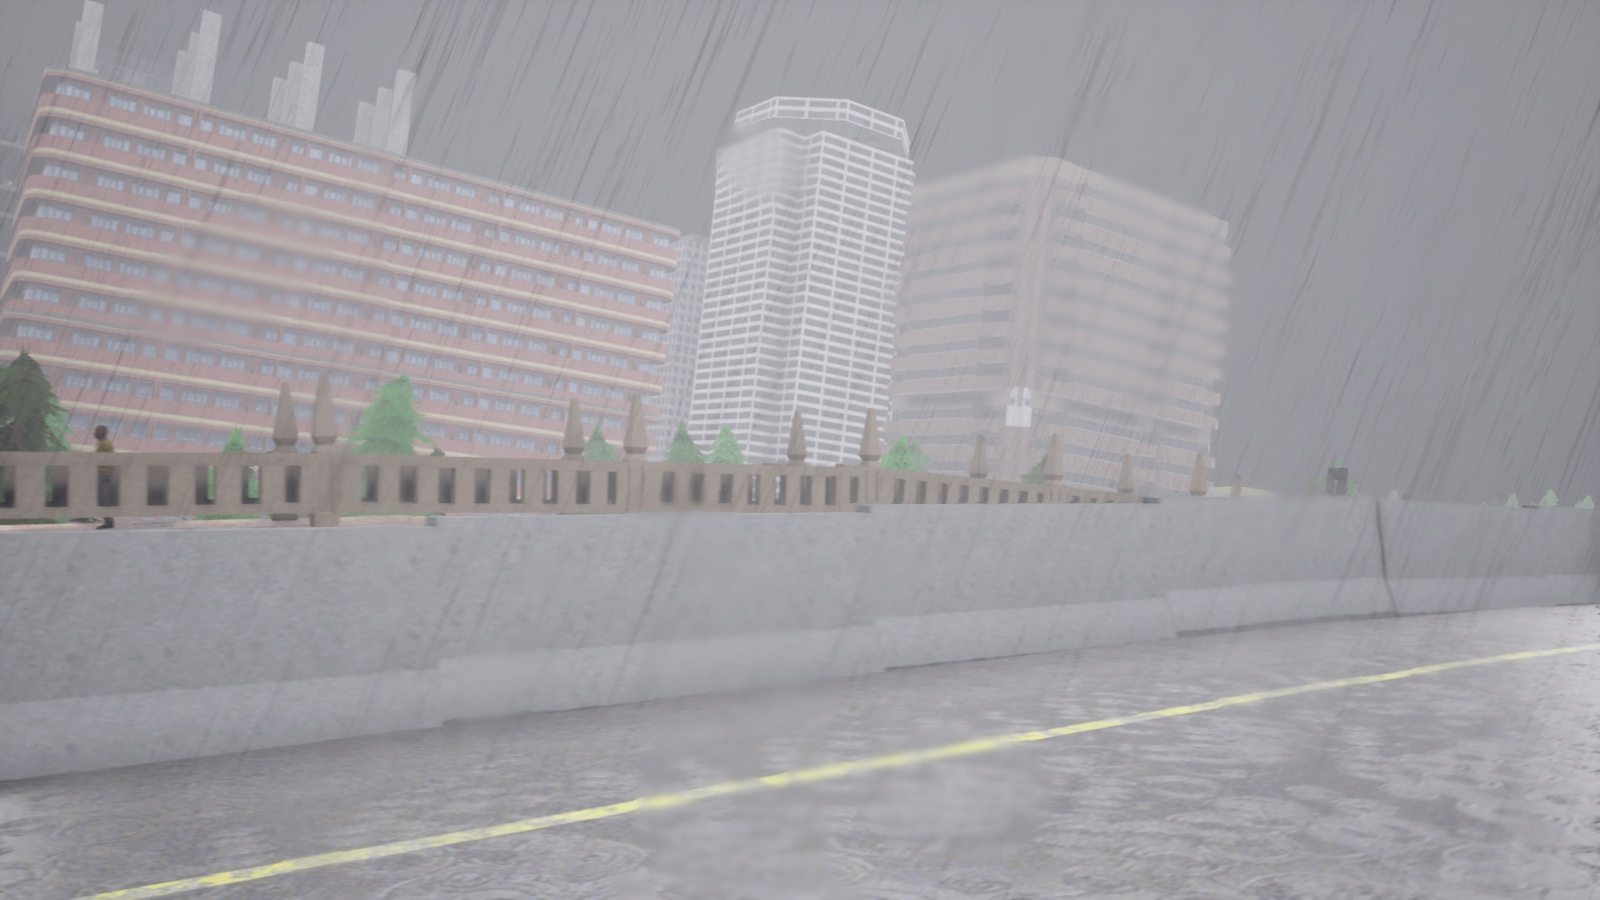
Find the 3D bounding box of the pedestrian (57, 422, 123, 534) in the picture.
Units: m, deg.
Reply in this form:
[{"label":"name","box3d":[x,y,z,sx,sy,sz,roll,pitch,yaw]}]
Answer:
[{"label":"pedestrian","box3d":[-12.218,0.485,21.619,0.726,1.835,0.370,9,-5,-34]}]
